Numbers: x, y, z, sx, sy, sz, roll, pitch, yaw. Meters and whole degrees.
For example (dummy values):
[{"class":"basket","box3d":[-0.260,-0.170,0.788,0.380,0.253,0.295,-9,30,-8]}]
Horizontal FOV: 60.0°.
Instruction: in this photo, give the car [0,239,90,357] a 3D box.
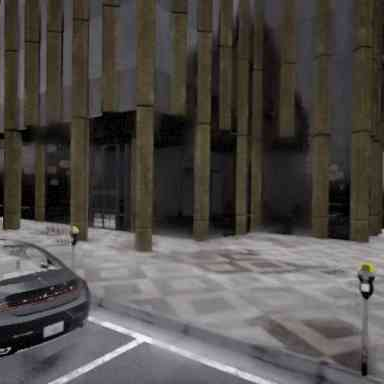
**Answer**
[{"class":"car","box3d":[-3.515,1.456,5.455,4.403,1.369,2.008,1,1,35]}]
